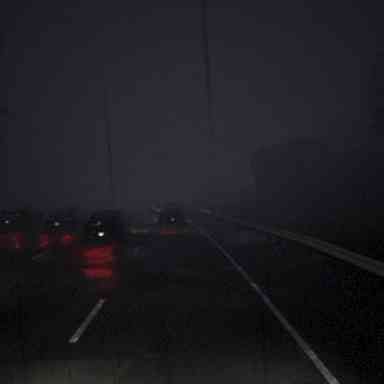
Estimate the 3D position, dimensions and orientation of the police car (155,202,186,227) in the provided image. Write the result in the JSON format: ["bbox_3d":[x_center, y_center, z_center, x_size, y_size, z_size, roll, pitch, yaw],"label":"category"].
[{"bbox_3d":[-1.574,1.654,24.707,1.930,1.638,5.238,0,-1,-7],"label":"police car"}]

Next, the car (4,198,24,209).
[{"bbox_3d":[-29.620,1.905,55.481,2.097,1.767,4.553,0,-1,-16],"label":"car"}]

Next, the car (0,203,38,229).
[{"bbox_3d":[-12.019,1.727,23.619,2.128,1.511,4.902,0,-1,-7],"label":"car"}]

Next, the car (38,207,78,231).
[{"bbox_3d":[-8.311,1.741,22.117,1.812,1.442,4.674,0,-1,-6],"label":"car"}]

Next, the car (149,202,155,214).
[{"bbox_3d":[-4.263,1.909,41.213,1.812,1.442,4.674,0,-1,-11],"label":"car"}]

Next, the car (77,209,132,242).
[{"bbox_3d":[-4.319,1.672,17.432,1.837,1.490,4.892,0,-1,-5],"label":"car"}]
